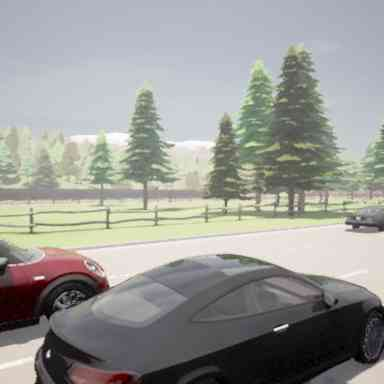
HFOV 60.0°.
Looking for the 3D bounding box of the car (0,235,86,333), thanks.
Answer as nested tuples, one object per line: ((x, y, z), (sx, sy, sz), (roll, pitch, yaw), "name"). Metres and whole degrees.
((-3.699, 1.352, 5.406), (4.553, 1.767, 2.097), (0, 0, -35), "car")

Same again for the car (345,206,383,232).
((11.650, 1.590, 20.648), (5.357, 1.411, 2.033), (0, 0, -35), "car")

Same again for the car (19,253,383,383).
((0.604, 1.531, 4.175), (4.674, 1.442, 1.812), (0, 0, -35), "car")
